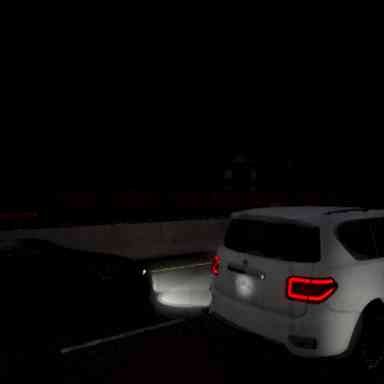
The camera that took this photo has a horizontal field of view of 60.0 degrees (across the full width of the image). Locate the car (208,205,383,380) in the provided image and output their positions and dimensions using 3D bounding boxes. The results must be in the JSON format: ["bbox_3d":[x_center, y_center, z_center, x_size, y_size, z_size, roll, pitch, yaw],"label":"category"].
[{"bbox_3d":[2.852,1.257,5.781,5.566,2.045,2.150,0,0,-36],"label":"car"}]

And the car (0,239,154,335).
[{"bbox_3d":[-2.805,1.571,6.044,4.181,1.385,1.994,0,0,-35],"label":"car"}]

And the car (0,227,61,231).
[{"bbox_3d":[-6.712,1.574,12.101,4.181,1.385,1.994,0,0,-35],"label":"car"}]
